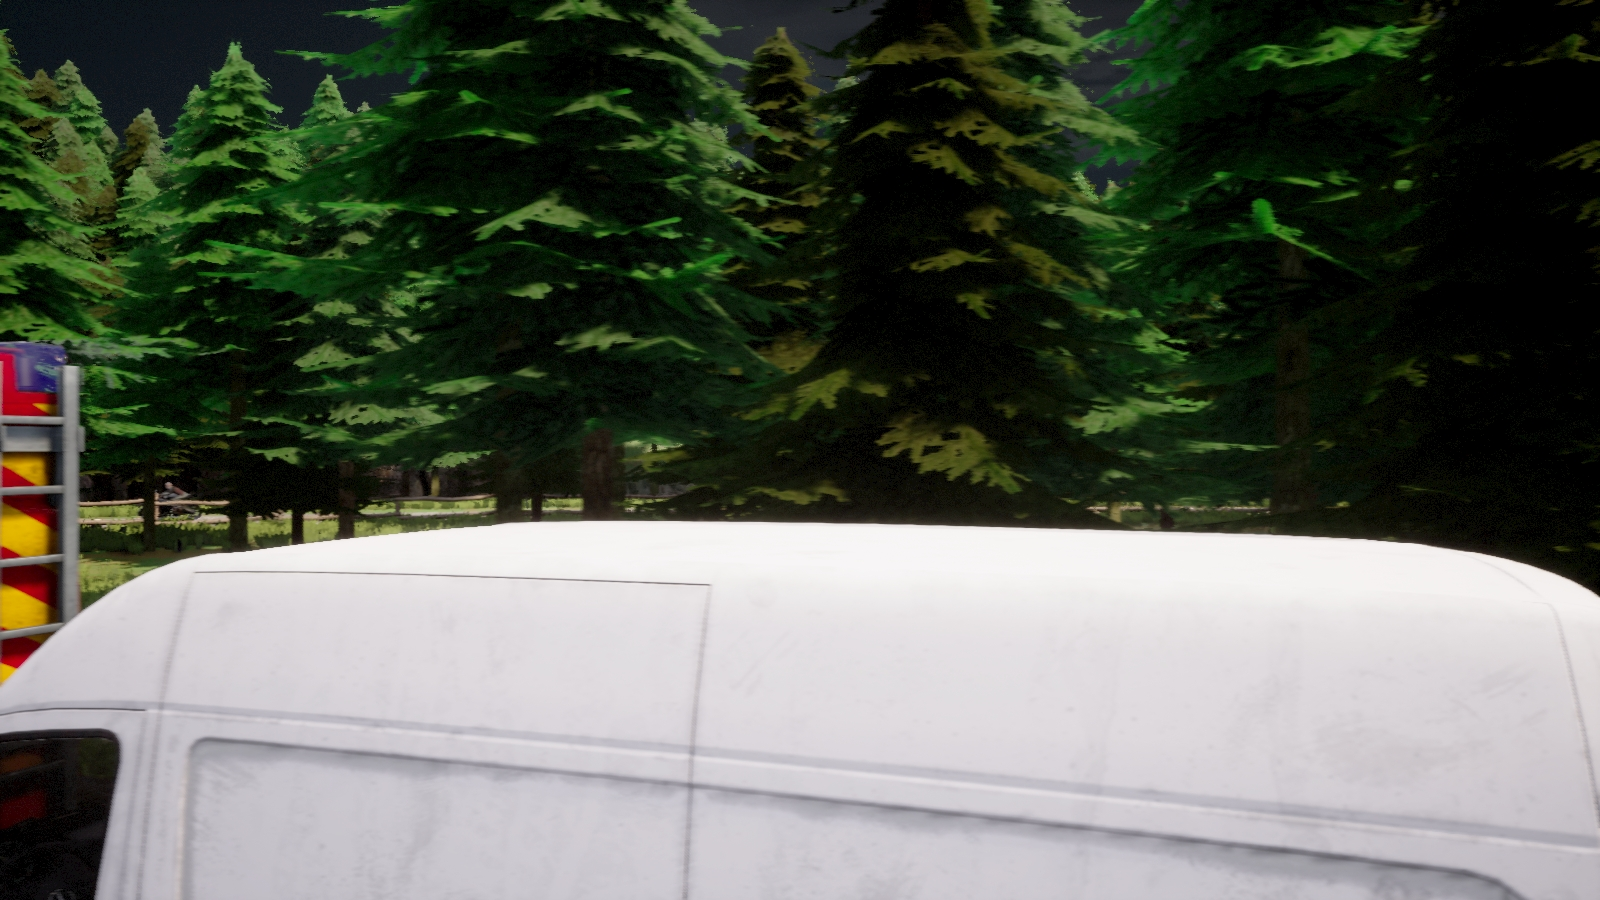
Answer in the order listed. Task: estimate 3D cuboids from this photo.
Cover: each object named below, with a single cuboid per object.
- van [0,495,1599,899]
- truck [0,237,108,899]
[{"bbox_3d":[-0.852,1.504,3.588,5.915,2.561,1.988,0,0,20],"label":"van"},{"bbox_3d":[-8.226,0.853,6.277,8.468,3.827,2.891,0,0,20],"label":"truck"}]
